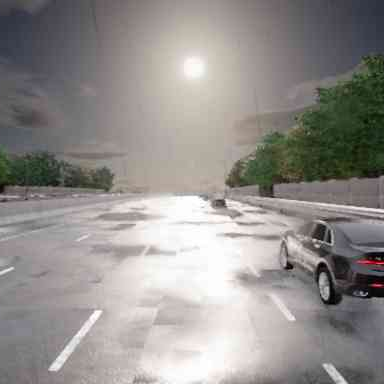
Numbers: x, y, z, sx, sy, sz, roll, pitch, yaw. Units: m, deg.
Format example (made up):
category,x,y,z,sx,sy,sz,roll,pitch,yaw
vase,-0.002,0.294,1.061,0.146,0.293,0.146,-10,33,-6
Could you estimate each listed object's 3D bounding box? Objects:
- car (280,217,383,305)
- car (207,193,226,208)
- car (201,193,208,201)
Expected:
category,x,y,z,sx,sy,sz,roll,pitch,yaw
car,3.504,1.364,7.931,1.837,1.490,4.892,0,0,0
car,3.517,1.267,45.372,1.882,1.535,5.008,0,0,0
car,3.526,0.922,70.802,2.097,1.767,4.553,0,0,0
